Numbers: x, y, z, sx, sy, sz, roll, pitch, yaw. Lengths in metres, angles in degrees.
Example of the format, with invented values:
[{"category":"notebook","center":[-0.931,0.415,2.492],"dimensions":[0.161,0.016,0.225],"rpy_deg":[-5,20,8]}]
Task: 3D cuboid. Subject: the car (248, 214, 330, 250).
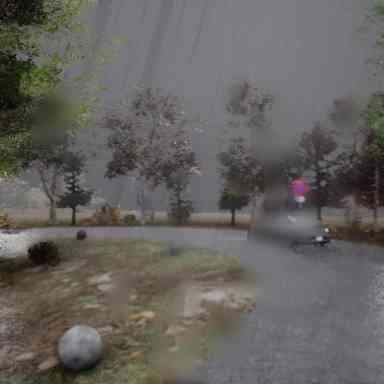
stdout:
[{"category":"car","center":[4.376,1.769,15.615],"dimensions":[1.812,1.442,4.674],"rpy_deg":[0,-1,-19]}]
